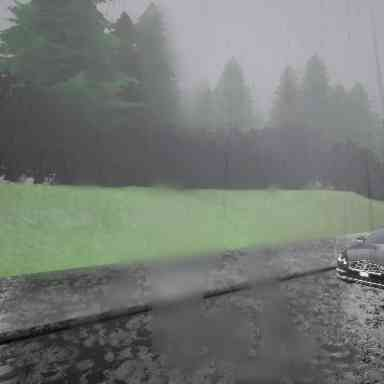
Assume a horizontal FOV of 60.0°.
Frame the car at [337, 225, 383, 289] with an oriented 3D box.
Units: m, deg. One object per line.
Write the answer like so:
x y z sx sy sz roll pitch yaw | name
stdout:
5.748 1.586 8.700 4.892 1.490 1.837 1 -1 -35 | car
